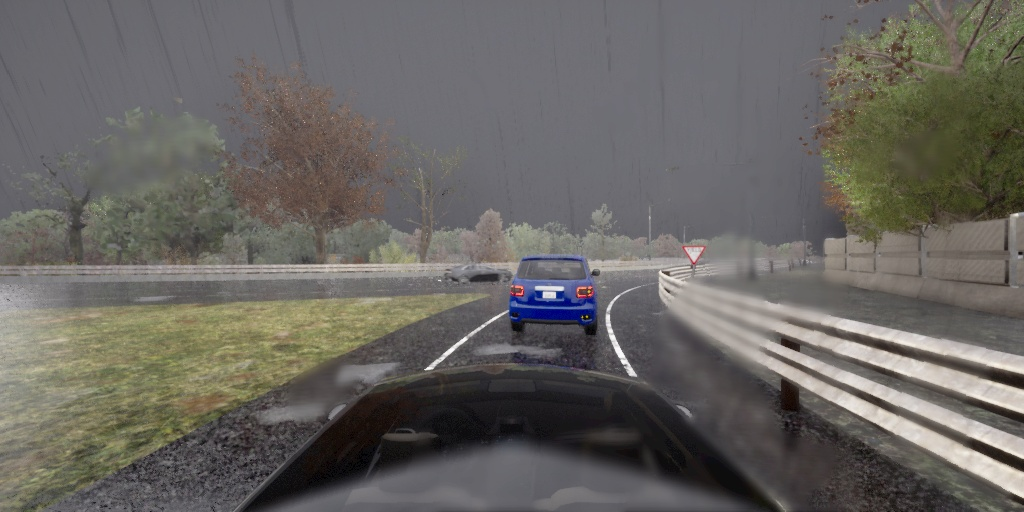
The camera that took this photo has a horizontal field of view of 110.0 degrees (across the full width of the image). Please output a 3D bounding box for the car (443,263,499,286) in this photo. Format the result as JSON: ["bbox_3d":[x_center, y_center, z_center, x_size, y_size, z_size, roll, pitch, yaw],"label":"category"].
[{"bbox_3d":[-2.334,1.241,25.003,4.902,1.511,2.128,0,0,-26],"label":"car"}]

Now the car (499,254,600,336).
[{"bbox_3d":[1.399,0.971,10.685,2.150,2.045,5.566,0,0,12],"label":"car"}]
